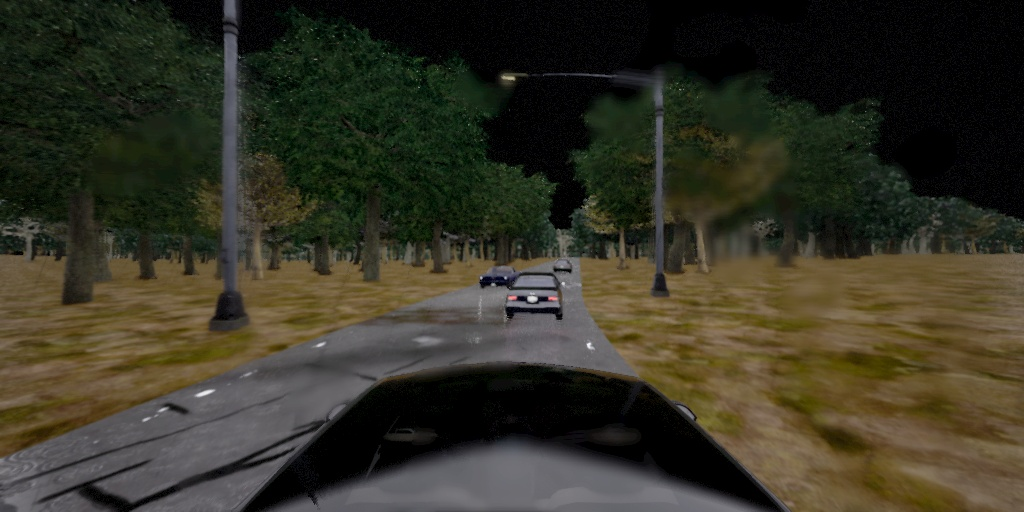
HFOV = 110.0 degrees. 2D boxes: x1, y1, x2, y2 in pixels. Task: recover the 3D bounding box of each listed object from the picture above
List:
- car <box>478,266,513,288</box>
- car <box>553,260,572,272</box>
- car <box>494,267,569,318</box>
[{"bbox_3d":[-0.689,1.325,22.830,1.895,1.301,4.718,0,0,11],"label":"car"},{"bbox_3d":[5.660,1.080,39.961,1.994,1.385,4.181,0,1,11],"label":"car"},{"bbox_3d":[0.912,1.286,12.908,2.033,1.411,5.357,0,0,7],"label":"car"}]
